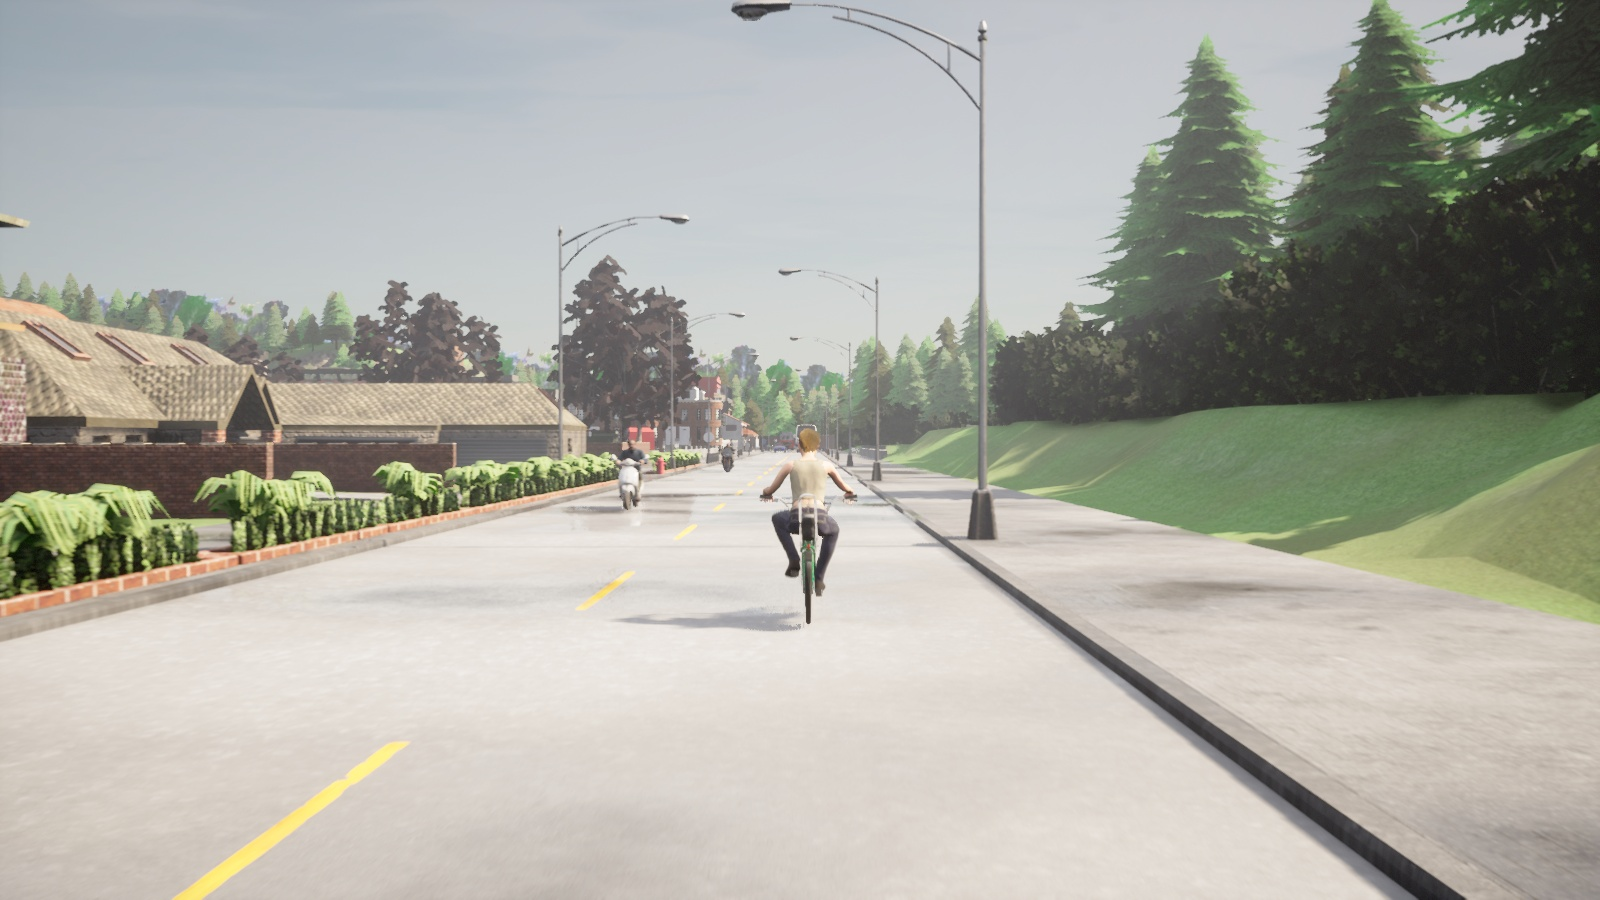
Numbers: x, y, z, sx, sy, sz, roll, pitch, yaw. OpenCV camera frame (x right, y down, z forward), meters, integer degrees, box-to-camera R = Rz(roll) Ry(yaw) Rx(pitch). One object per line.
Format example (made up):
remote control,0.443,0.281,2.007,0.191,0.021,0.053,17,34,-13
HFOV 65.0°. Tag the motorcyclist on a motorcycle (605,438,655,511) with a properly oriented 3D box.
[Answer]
motorcyclist on a motorcycle,-3.824,0.537,28.323,0.866,1.590,1.817,0,0,0

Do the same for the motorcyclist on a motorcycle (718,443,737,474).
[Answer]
motorcyclist on a motorcycle,-3.643,0.421,63.250,0.866,1.530,2.191,0,0,0

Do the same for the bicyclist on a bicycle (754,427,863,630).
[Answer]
bicyclist on a bicycle,0.072,0.622,10.747,0.866,1.612,1.509,0,0,1
